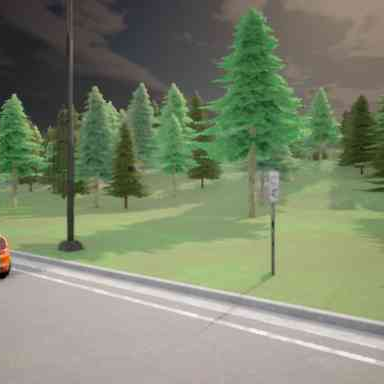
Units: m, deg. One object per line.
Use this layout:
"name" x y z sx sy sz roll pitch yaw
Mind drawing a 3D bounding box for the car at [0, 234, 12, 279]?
"car" -6.708 1.320 8.588 4.553 1.767 2.097 0 0 35
